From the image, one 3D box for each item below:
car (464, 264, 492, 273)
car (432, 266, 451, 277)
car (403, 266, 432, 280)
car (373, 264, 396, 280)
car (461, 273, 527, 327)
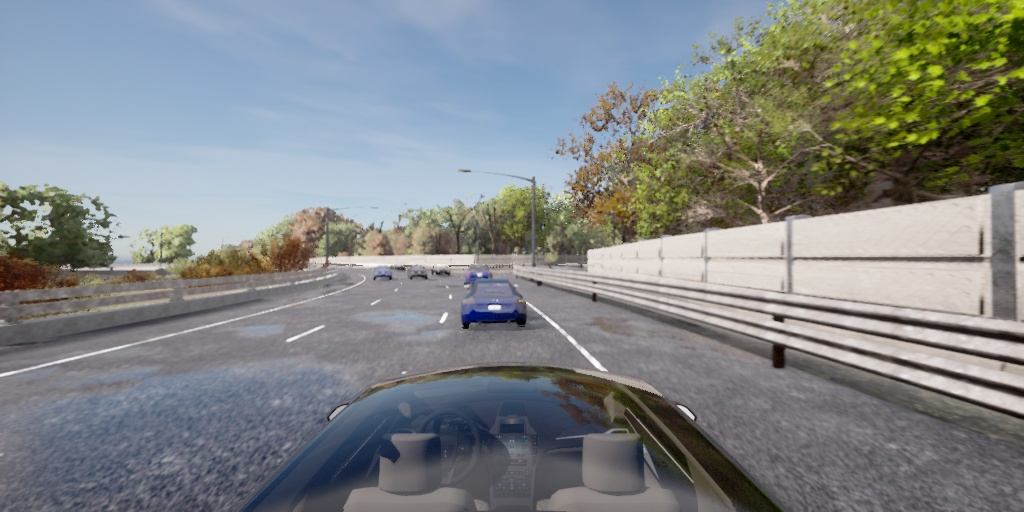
[{"bbox_3d":[-2.593,1.425,27.557,2.097,1.767,4.553,0,-1,-8],"label":"car"},{"bbox_3d":[-9.172,1.910,45.401,1.895,1.301,4.718,0,-1,-23],"label":"car"},{"bbox_3d":[-10.289,1.779,38.803,2.033,1.411,5.357,0,-1,-20],"label":"car"},{"bbox_3d":[-13.926,1.785,38.567,2.033,1.411,5.357,0,-1,-21],"label":"car"},{"bbox_3d":[-0.669,1.443,12.096,1.994,1.385,4.181,0,-1,-5],"label":"car"}]
